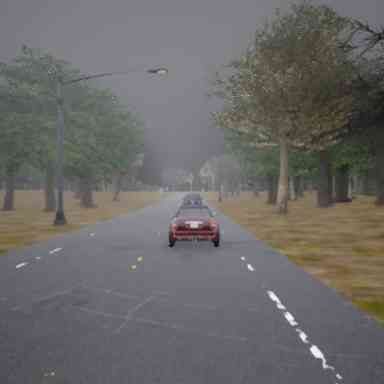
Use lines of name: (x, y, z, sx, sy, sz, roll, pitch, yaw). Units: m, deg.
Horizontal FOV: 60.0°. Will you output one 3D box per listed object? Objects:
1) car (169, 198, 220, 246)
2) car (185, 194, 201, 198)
car: (0.089, 1.353, 15.310, 2.097, 1.767, 4.553, 0, 0, 0)
car: (0.075, 1.203, 37.463, 2.150, 2.045, 5.566, 0, 0, 0)
